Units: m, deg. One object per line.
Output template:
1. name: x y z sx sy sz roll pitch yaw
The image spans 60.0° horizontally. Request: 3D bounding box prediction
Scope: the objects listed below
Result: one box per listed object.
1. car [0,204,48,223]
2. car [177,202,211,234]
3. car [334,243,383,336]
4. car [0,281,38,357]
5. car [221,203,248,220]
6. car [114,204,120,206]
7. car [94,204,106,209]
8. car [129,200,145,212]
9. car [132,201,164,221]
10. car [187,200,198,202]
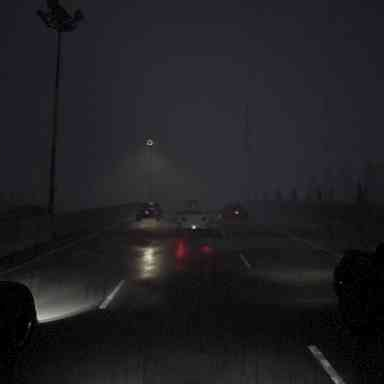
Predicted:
1. car: -10.605 1.548 20.981 1.837 1.490 4.892 0 0 0
2. car: 0.095 1.566 19.372 1.812 1.442 4.674 0 0 0
3. car: 3.599 1.229 3.560 2.150 2.045 5.566 0 0 0
4. car: -3.401 1.571 3.508 1.994 1.385 4.181 0 0 0
5. car: 3.593 1.625 28.765 1.994 1.385 4.181 0 0 0
6. car: -14.027 3.067 63.950 2.128 1.511 4.902 0 -6 0
7. car: -17.519 3.113 64.160 1.812 1.442 4.674 0 -6 0
8. car: -10.528 2.787 63.947 2.150 2.045 5.566 0 -6 0
9. car: -3.407 1.606 27.733 2.033 1.411 5.357 0 0 0
10. car: 0.091 1.676 41.003 2.033 1.411 5.357 0 -1 0
